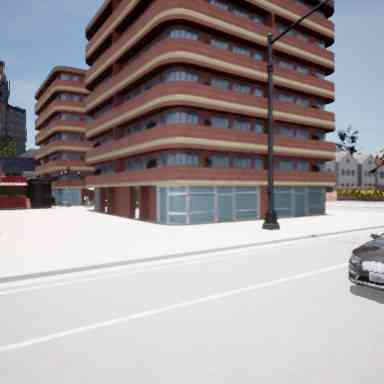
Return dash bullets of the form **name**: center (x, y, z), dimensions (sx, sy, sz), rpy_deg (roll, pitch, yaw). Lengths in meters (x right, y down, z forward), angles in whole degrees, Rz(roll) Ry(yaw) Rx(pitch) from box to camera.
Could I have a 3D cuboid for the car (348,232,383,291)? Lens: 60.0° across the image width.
- **car**: center (5.700, 1.423, 7.984), dimensions (4.902, 1.511, 2.128), rpy_deg (0, 0, -35)
